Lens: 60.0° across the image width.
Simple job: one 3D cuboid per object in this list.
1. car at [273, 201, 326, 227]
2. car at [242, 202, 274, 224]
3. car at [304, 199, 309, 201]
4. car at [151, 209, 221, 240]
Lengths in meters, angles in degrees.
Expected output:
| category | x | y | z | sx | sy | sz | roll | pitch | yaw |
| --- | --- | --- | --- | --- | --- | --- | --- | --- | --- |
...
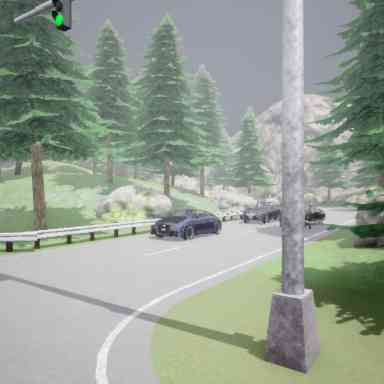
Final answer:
| category | x | y | z | sx | sy | sz | roll | pitch | yaw |
| --- | --- | --- | --- | --- | --- | --- | --- | --- | --- |
| car | 7.283 | 1.542 | 21.630 | 1.882 | 1.535 | 5.008 | 0 | -1 | 35 |
| car | 5.500 | 1.507 | 25.359 | 2.128 | 1.511 | 4.902 | 0 | 0 | 35 |
| car | 11.138 | 1.520 | 33.880 | 1.837 | 1.490 | 4.892 | 0 | 0 | 28 |
| car | -0.197 | 1.579 | 17.207 | 1.994 | 1.385 | 4.181 | 0 | 0 | 35 |
